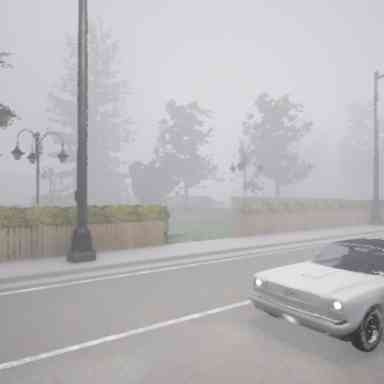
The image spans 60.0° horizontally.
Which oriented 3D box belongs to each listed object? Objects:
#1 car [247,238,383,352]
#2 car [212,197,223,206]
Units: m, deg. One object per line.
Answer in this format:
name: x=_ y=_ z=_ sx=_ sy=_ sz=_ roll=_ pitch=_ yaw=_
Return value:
car: x=3.297 y=1.633 z=6.346 sx=4.718 sy=1.301 sz=1.895 roll=0 pitch=0 yaw=-36
car: x=3.441 y=1.672 z=56.832 sx=1.882 sy=1.535 sz=5.008 roll=0 pitch=0 yaw=-36
